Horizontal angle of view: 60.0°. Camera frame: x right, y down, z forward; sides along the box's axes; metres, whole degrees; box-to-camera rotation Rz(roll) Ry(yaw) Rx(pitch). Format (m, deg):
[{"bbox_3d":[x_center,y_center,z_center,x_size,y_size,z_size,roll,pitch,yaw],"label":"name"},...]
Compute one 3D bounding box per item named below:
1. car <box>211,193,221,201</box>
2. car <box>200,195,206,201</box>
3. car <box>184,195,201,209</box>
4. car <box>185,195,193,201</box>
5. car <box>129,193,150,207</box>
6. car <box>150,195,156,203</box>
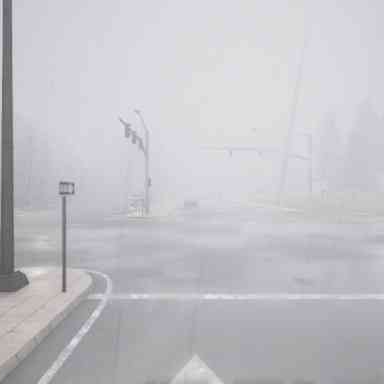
[{"bbox_3d":[6.193,1.220,85.939,2.150,2.045,5.566,0,0,-1],"label":"car"},{"bbox_3d":[2.693,1.519,85.929,1.812,1.442,4.674,0,0,-1],"label":"car"},{"bbox_3d":[-0.153,1.523,44.823,1.812,1.442,4.674,0,0,-1],"label":"car"},{"bbox_3d":[-0.806,1.494,85.866,1.837,1.490,4.892,0,0,-1],"label":"car"},{"bbox_3d":[-8.362,1.220,52.273,2.150,2.045,5.566,0,0,-1],"label":"car"},{"bbox_3d":[-8.531,1.346,68.077,2.097,1.767,4.553,0,0,-1],"label":"car"}]
